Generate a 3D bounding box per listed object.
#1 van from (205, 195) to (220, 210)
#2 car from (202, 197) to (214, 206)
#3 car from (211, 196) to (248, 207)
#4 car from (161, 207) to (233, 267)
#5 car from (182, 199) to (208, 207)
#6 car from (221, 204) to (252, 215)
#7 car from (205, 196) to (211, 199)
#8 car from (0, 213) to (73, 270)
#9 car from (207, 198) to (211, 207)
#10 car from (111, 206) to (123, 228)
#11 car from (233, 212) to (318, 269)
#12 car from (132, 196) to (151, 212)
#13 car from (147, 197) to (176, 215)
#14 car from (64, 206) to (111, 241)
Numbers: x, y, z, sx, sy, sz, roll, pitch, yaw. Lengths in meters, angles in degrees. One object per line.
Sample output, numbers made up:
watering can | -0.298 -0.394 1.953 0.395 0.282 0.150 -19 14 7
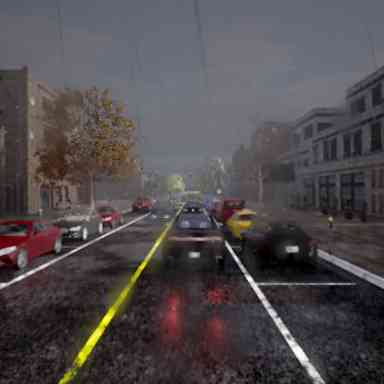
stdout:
van | 2.680 1.375 44.286 1.690 1.788 3.998 -1 0 0
car | 2.681 1.567 55.552 1.752 1.417 4.829 -1 0 0
car | 2.683 1.333 22.093 2.192 1.841 5.009 -1 0 0
car | 0.079 1.501 11.464 2.128 1.511 4.902 0 0 0
car | 0.093 1.571 30.410 2.033 1.411 5.357 0 0 0
car | 2.686 1.539 16.713 1.752 1.417 4.829 -1 0 0
car | 2.683 1.555 38.907 1.752 1.417 4.829 -1 0 0
car | -5.694 1.591 10.992 1.802 1.307 4.206 -1 0 0
car | 2.684 1.608 33.189 1.802 1.307 4.206 -1 0 0
car | -5.695 1.600 22.089 1.802 1.307 4.206 -1 0 0
car | 2.687 1.575 10.996 1.947 1.339 4.313 -1 0 0
car | -5.700 1.345 38.734 2.192 1.841 5.009 -1 0 0
car | -3.104 1.575 34.734 2.033 1.411 5.357 0 0 0
car | -5.695 1.564 16.540 2.008 1.369 4.403 -1 0 0
